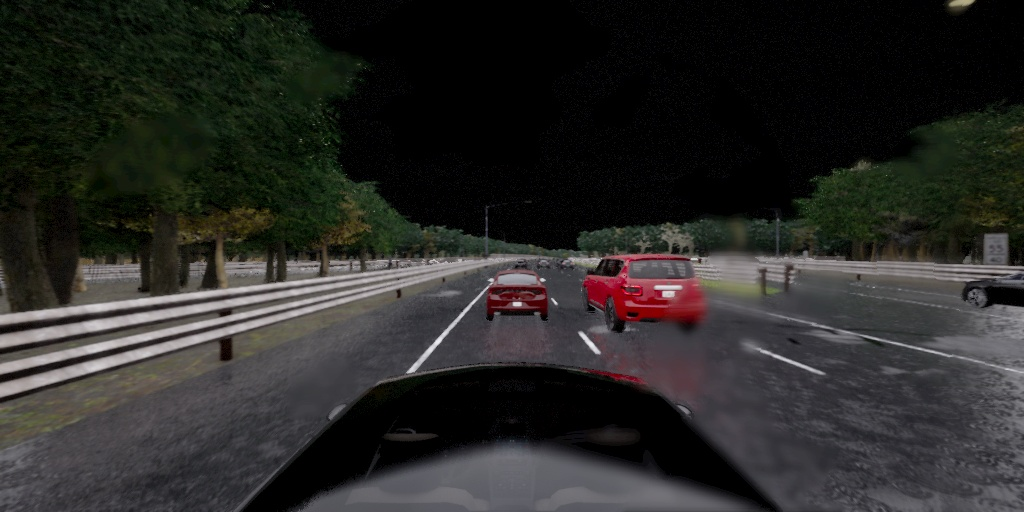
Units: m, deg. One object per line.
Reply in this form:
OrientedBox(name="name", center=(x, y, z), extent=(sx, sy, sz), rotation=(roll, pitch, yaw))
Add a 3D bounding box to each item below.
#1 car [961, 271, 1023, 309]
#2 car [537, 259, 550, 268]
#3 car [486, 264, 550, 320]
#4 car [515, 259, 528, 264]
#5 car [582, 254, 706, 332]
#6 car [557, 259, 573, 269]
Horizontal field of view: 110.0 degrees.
OrientedBox(name="car", center=(16.921, 1.112, 11.013), extent=(2.128, 1.511, 4.902), rotation=(0, 0, 14))
OrientedBox(name="car", center=(4.902, 1.259, 55.812), extent=(1.812, 1.442, 4.674), rotation=(0, 0, 3))
OrientedBox(name="car", center=(0.177, 1.225, 12.725), extent=(1.882, 1.535, 5.008), rotation=(0, 0, 1))
OrientedBox(name="car", center=(1.384, 1.235, 55.555), extent=(1.837, 1.490, 4.892), rotation=(0, 0, 3))
OrientedBox(name="car", center=(3.655, 0.971, 10.976), extent=(2.150, 2.045, 5.566), rotation=(0, 0, 1))
OrientedBox(name="car", center=(8.377, 1.263, 55.237), extent=(1.812, 1.442, 4.674), rotation=(0, 0, 3))
